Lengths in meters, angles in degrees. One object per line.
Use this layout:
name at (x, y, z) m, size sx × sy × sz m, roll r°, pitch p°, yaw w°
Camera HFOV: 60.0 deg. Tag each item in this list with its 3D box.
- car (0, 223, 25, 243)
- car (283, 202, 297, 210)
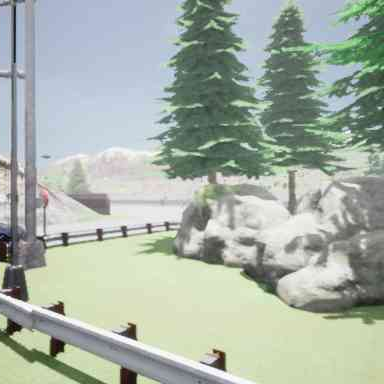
car at (-8.200, 1.505, 11.775) m, size 4.181 × 1.385 × 1.994 m, roll -2°, pitch 1°, yaw -26°
car at (11.021, 1.691, 33.050) m, size 4.718 × 1.301 × 1.895 m, roll 0°, pitch -1°, yaw 23°
